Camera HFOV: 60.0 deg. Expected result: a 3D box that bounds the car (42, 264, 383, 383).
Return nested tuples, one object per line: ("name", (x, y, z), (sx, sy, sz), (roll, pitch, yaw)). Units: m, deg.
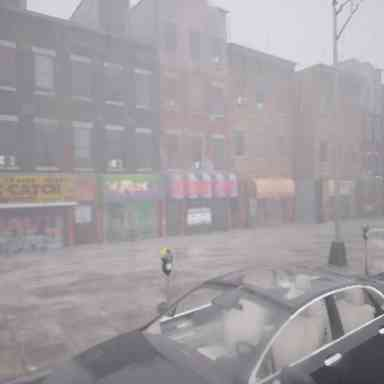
("car", (0.720, 1.529, 3.330), (4.403, 1.369, 2.008), (-1, 0, -35))
